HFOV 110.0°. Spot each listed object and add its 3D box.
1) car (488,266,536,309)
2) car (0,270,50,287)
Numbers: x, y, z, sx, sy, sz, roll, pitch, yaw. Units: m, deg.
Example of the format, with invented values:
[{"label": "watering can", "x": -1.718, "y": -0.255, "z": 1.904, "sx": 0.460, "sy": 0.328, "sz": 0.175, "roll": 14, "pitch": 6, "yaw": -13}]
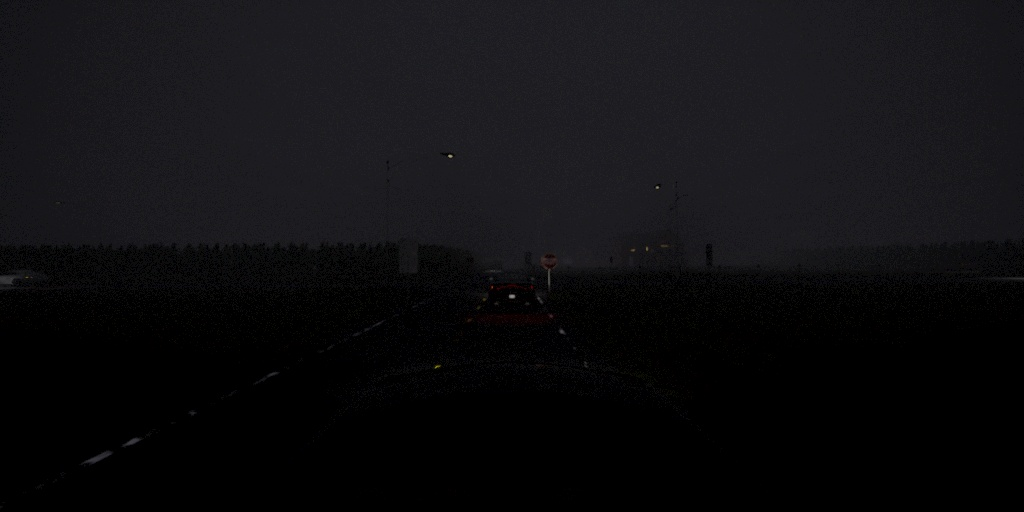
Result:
[{"label": "car", "x": -0.004, "y": 1.377, "z": 15.787, "sx": 1.882, "sy": 1.535, "sz": 5.008, "roll": 0, "pitch": -1, "yaw": 0}, {"label": "car", "x": -44.381, "y": 2.000, "z": 32.109, "sx": 4.674, "sy": 1.442, "sz": 1.812, "roll": 0, "pitch": -1, "yaw": 2}]
